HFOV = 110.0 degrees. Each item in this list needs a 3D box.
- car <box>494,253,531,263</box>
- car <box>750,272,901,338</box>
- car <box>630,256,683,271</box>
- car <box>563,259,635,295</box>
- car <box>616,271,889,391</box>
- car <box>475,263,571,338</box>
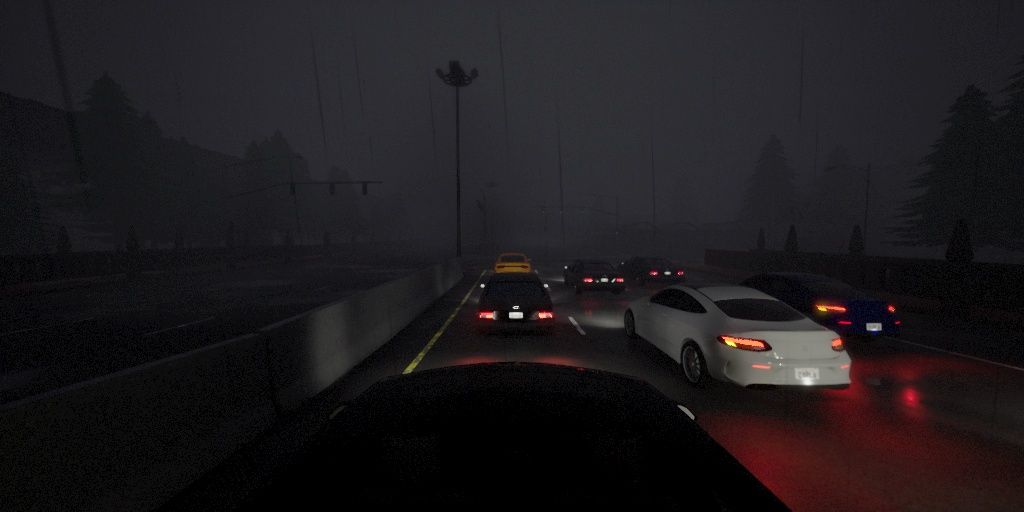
[{"bbox_3d":[0.025,0.562,19.507,1.882,1.535,5.008,0,3,0],"label":"car"},{"bbox_3d":[7.067,1.136,9.301,1.812,1.442,4.674,0,2,0],"label":"car"},{"bbox_3d":[7.030,0.681,18.701,2.033,1.411,5.357,0,3,0],"label":"car"},{"bbox_3d":[3.534,0.823,16.197,2.033,1.411,5.357,0,3,0],"label":"car"},{"bbox_3d":[3.580,1.212,6.654,1.812,1.442,4.674,0,1,0],"label":"car"},{"bbox_3d":[0.069,1.143,9.711,2.033,1.411,5.357,0,2,0],"label":"car"}]
